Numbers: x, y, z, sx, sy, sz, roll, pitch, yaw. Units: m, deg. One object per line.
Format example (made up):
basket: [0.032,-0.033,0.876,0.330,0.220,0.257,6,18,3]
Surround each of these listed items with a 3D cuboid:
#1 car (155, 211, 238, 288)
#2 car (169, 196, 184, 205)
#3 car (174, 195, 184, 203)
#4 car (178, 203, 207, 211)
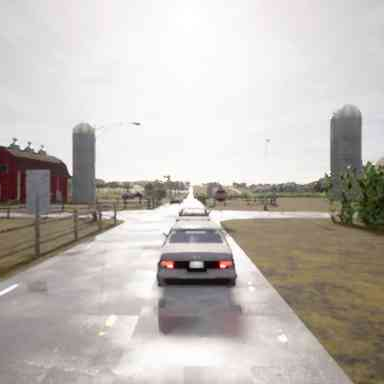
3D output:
car: [0.088,1.492,9.157,2.033,1.411,5.357,0,0,0]
car: [-2.874,1.570,57.746,1.895,1.301,4.718,0,0,0]
car: [-2.832,1.537,72.939,1.882,1.535,5.008,0,0,0]
car: [0.110,1.514,18.838,1.895,1.301,4.718,0,0,1]
